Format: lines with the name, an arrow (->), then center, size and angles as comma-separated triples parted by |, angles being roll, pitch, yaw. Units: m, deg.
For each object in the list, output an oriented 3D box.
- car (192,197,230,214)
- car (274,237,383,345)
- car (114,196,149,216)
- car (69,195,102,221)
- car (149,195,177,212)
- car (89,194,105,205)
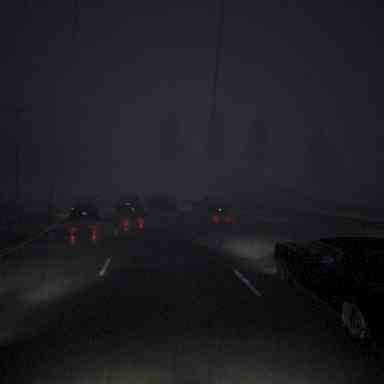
car -> 1.546, 1.119, 29.086 | 1.895, 1.301, 4.718 | 0, 1, -19
car -> 3.094, 1.492, 6.180 | 1.895, 1.301, 4.718 | 0, 1, -5
car -> -5.248, 1.050, 27.247 | 2.128, 1.511, 4.902 | 0, 1, -19
car -> -7.546, 1.152, 23.295 | 1.812, 1.442, 4.674 | 0, 1, -18
car -> -2.928, 0.973, 30.872 | 1.882, 1.535, 5.008 | 0, 1, -22
car -> -12.307, 0.894, 41.750 | 1.994, 1.385, 4.181 | -1, 1, -30
